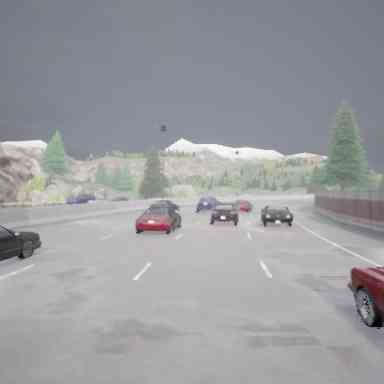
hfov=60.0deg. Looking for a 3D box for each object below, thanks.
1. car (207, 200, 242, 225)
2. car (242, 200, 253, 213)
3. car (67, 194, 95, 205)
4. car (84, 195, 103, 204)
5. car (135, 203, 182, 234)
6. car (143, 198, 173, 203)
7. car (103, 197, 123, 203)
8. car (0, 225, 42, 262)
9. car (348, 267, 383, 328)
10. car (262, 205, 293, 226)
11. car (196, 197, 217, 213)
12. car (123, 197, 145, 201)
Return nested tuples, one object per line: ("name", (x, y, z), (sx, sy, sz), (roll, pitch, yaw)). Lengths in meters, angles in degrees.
("car", (2.436, 1.511, 23.964), (1.812, 1.442, 4.674), (0, 0, 10))
("car", (5.738, 1.540, 37.577), (1.994, 1.385, 4.181), (0, 0, 16))
("car", (-18.149, 1.293, 55.179), (2.150, 2.045, 5.566), (0, 0, 20))
("car", (-14.861, 1.622, 53.979), (1.895, 1.301, 4.718), (0, 0, 20))
("car", (-1.845, 1.552, 19.422), (1.994, 1.385, 4.181), (0, 0, 8))
("car", (-2.751, 1.526, 33.189), (2.033, 1.411, 5.357), (0, 0, 14))
("car", (-11.563, 1.515, 52.807), (1.837, 1.490, 4.892), (0, 0, 20))
("car", (-6.505, 1.541, 9.552), (2.033, 1.411, 5.357), (0, 0, 5))
("car", (3.730, 1.598, 3.984), (1.895, 1.301, 4.718), (0, 0, 2))
("car", (5.858, 1.586, 23.289), (1.895, 1.301, 4.718), (0, 0, 10))
("car", (1.979, 1.330, 37.169), (2.097, 1.767, 4.553), (0, 0, 15))
("car", (-8.275, 1.539, 51.607), (1.812, 1.442, 4.674), (0, 0, 20))
